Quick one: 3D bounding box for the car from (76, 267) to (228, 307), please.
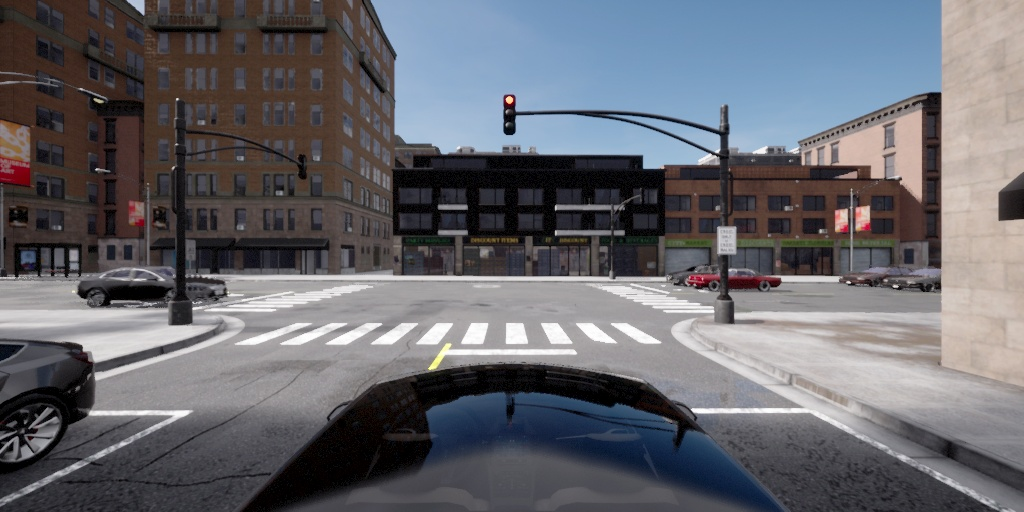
[{"bbox_3d":[-14.137,1.180,14.285,4.902,1.511,2.128,0,0,-1],"label":"car"}]

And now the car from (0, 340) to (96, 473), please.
[{"bbox_3d":[-5.388,1.316,2.113,1.948,1.339,4.313,0,0,0],"label":"car"}]

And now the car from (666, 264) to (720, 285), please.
[{"bbox_3d":[13.170,1.329,24.605,4.892,1.490,1.837,0,0,-1],"label":"car"}]

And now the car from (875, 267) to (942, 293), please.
[{"bbox_3d":[25.640,1.435,21.517,5.357,1.411,2.033,0,0,-1],"label":"car"}]

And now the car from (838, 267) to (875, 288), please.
[{"bbox_3d":[25.892,1.437,24.771,5.357,1.411,2.033,0,0,-1],"label":"car"}]

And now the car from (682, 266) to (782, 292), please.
[{"bbox_3d":[13.079,1.424,21.355,4.718,1.301,1.895,0,0,-1],"label":"car"}]
